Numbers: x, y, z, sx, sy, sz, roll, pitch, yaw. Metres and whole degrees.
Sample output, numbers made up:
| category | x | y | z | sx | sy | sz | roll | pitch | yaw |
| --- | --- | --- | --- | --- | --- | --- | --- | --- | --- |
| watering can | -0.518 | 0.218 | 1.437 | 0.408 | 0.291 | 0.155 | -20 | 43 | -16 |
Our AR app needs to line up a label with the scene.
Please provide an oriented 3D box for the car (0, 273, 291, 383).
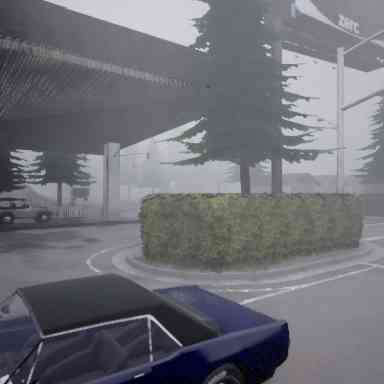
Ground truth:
| category | x | y | z | sx | sy | sz | roll | pitch | yaw |
| --- | --- | --- | --- | --- | --- | --- | --- | --- | --- |
| car | -1.347 | 1.600 | 3.025 | 4.718 | 1.301 | 1.895 | 0 | 0 | -34 |

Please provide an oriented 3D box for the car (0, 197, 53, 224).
| category | x | y | z | sx | sy | sz | roll | pitch | yaw |
| --- | --- | --- | --- | --- | --- | --- | --- | --- | --- |
| car | -12.003 | 1.313 | 23.463 | 3.866 | 1.878 | 1.905 | 0 | 0 | -36 |
